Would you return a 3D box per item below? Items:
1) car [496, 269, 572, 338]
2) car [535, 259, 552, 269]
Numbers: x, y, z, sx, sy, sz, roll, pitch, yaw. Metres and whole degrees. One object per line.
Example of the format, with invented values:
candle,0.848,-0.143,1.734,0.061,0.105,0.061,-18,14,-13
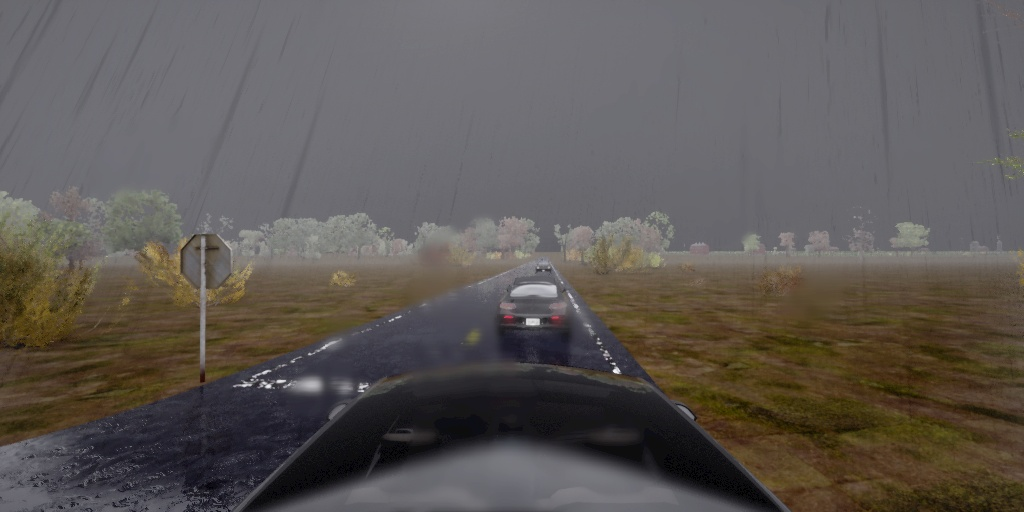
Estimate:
car,0.673,1.276,10.142,1.812,1.442,4.674,0,0,5
car,3.758,1.348,42.429,1.895,1.301,4.718,0,0,6
